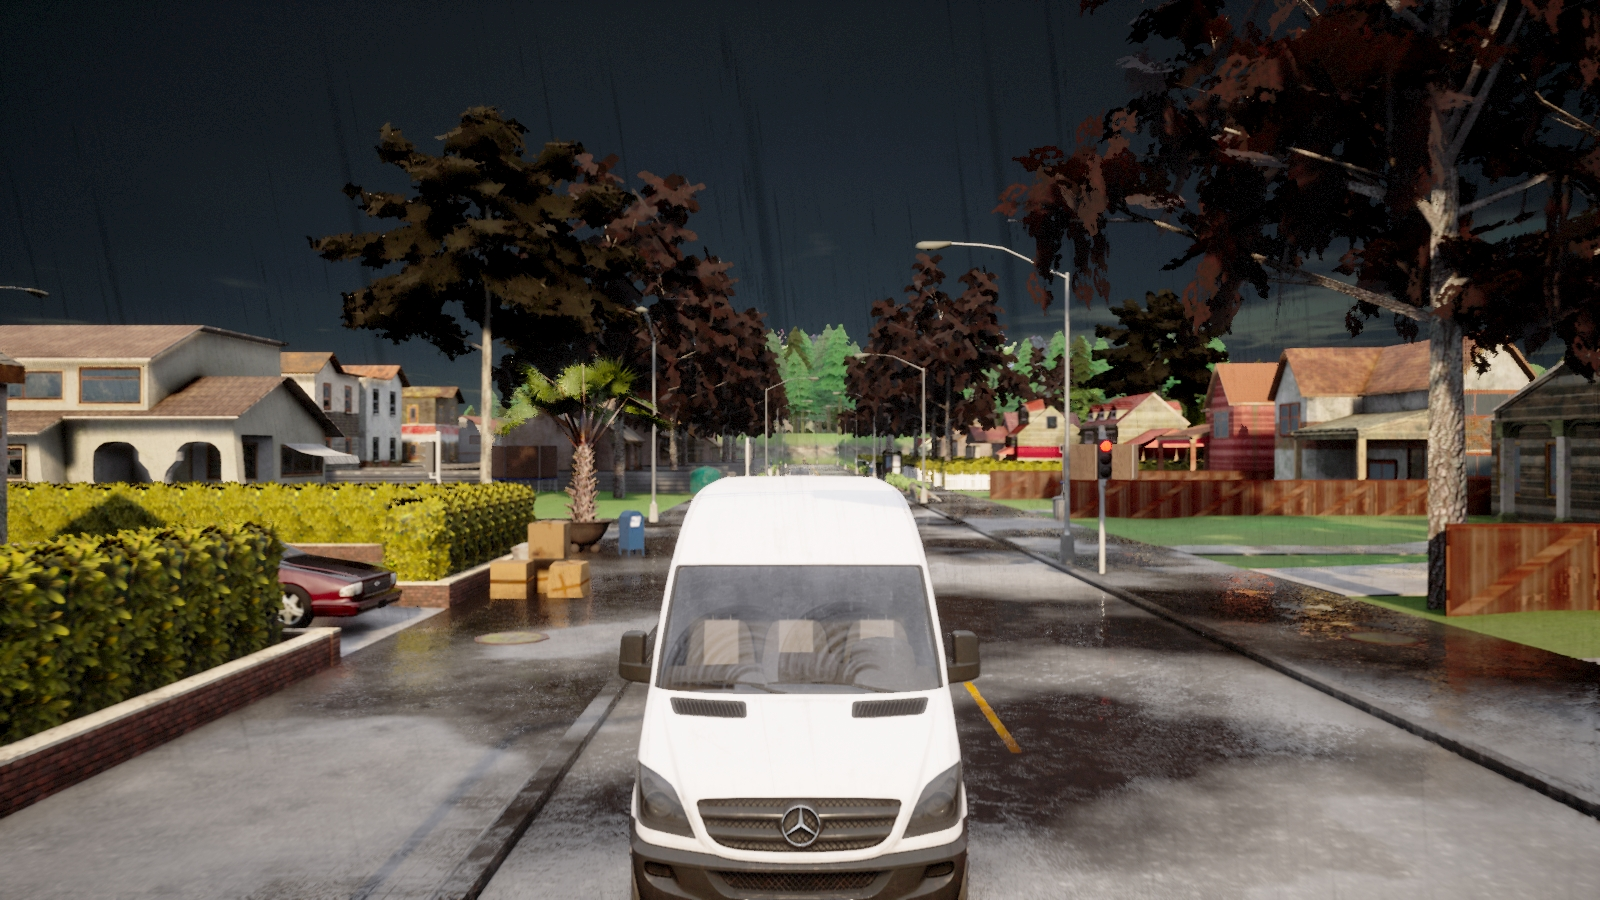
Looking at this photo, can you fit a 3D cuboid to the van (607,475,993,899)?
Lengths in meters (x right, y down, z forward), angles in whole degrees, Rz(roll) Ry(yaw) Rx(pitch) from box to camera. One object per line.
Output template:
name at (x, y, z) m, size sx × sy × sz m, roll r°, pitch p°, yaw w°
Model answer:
van at (0.001, 1.534, 8.842) m, size 1.988 × 2.561 × 5.915 m, roll 0°, pitch 0°, yaw 0°
